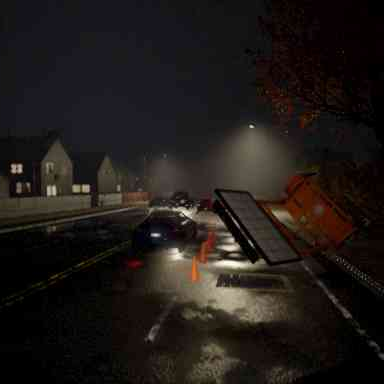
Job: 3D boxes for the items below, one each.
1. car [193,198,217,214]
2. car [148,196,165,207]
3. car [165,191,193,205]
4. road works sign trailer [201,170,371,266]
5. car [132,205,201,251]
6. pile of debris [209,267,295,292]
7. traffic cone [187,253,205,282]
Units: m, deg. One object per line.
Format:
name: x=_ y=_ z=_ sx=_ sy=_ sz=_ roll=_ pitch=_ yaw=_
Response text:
car: x=1.529 y=1.270 z=31.333 sx=1.812 sy=1.442 sz=4.674 roll=0 pitch=0 yaw=8
car: x=-3.874 y=1.210 z=41.001 sx=2.033 sy=1.411 sz=5.357 roll=0 pitch=1 yaw=8
car: x=-1.137 y=0.916 z=37.131 sx=2.150 sy=2.045 sz=5.566 roll=0 pitch=1 yaw=8
road works sign trailer: x=2.282 y=1.019 z=9.051 sx=3.560 sy=2.880 sz=2.380 roll=4 pitch=41 yaw=-42
car: x=-0.970 y=1.457 z=13.583 sx=1.994 sy=1.385 sz=4.181 roll=0 pitch=0 yaw=8
pile of debris: x=1.418 y=2.093 z=8.058 sx=1.860 sy=0.140 sz=1.500 roll=0 pitch=0 yaw=8
traffic cone: x=0.064 y=1.890 z=8.234 sx=0.340 sy=0.580 sz=0.340 roll=0 pitch=0 yaw=8
